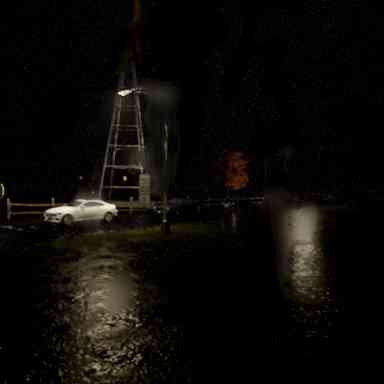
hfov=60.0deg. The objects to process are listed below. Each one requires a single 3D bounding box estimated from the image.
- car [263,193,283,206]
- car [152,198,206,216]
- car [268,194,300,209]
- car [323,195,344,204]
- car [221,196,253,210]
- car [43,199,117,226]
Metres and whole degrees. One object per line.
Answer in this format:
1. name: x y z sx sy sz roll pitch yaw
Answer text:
1. car: 11.160 0.935 43.897 2.097 1.767 4.553 2 1 39
2. car: -0.958 1.183 28.382 2.033 1.411 5.357 2 1 38
3. car: 11.153 1.240 39.200 1.994 1.385 4.181 2 1 38
4. car: 23.102 1.177 54.254 2.033 1.411 5.357 2 1 40
5. car: 4.977 1.135 36.060 1.812 1.442 4.674 2 1 38
6. car: -6.816 1.188 20.776 1.812 1.442 4.674 2 1 39
